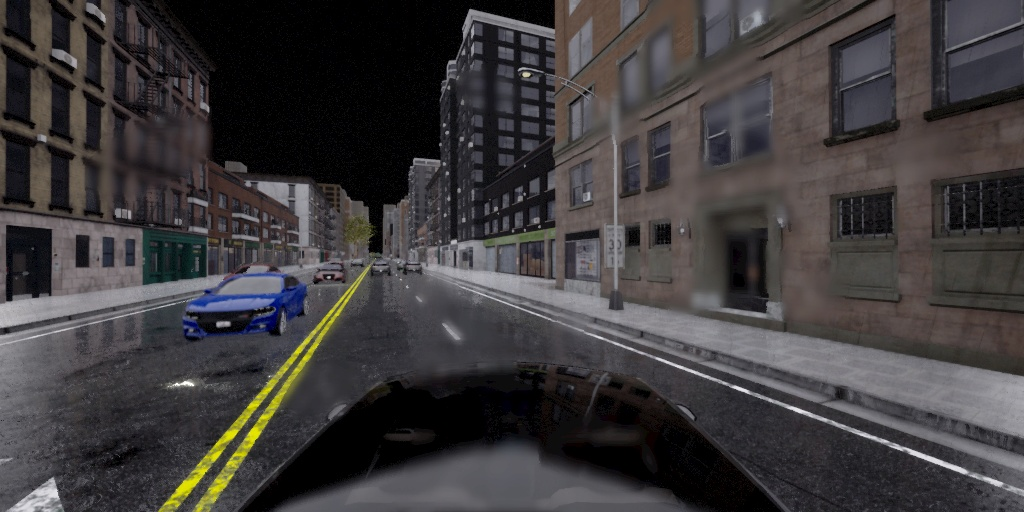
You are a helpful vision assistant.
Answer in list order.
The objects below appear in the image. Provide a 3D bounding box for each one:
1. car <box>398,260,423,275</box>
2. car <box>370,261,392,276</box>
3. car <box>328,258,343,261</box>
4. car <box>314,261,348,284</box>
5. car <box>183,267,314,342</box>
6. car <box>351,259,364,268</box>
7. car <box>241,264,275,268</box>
[{"bbox_3d":[-10.801,1.213,38.799,2.128,1.511,4.902,0,0,-20],"label":"car"},{"bbox_3d":[-13.481,1.215,36.812,2.128,1.511,4.902,0,0,-21],"label":"car"},{"bbox_3d":[-28.778,1.039,58.635,2.097,1.767,4.553,0,0,-20],"label":"car"},{"bbox_3d":[-13.327,1.299,26.574,1.994,1.385,4.181,0,0,-21],"label":"car"},{"bbox_3d":[-7.167,1.225,10.161,1.882,1.535,5.008,0,0,-21],"label":"car"},{"bbox_3d":[-25.760,1.166,59.845,1.882,1.535,5.008,0,0,-20],"label":"car"},{"bbox_3d":[-14.454,1.217,20.331,1.882,1.535,5.008,0,0,-21],"label":"car"}]
